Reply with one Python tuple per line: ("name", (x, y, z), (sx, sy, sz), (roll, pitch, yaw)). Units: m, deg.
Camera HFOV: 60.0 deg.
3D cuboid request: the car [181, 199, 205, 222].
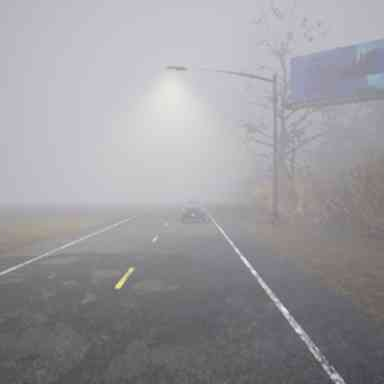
("car", (0.070, 1.543, 26.661), (1.812, 1.442, 4.674), (0, 0, 0))
